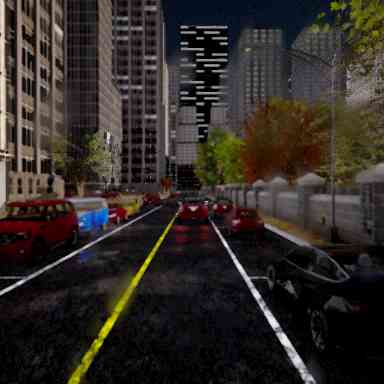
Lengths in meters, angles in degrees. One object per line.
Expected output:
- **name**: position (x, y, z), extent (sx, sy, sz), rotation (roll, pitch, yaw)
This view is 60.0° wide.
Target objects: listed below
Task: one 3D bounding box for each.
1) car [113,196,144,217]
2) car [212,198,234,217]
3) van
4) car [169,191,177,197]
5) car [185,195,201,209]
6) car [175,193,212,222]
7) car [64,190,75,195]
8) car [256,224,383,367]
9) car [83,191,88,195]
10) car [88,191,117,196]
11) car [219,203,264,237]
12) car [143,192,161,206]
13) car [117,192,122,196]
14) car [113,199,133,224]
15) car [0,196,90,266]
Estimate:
- **car**: position (-5.470, 1.290, 27.838), extent (1.752, 1.417, 4.829), rotation (0, 0, 0)
- **car**: position (2.554, 1.204, 27.937), extent (1.967, 1.590, 4.097), rotation (0, 0, 0)
- **van**: position (-5.466, 1.199, 16.925), extent (1.690, 1.788, 3.998), rotation (0, 0, 0)
- **car**: position (-5.351, 0.504, 93.680), extent (2.192, 1.841, 5.009), rotation (0, 1, 0)
- **car**: position (0.083, 1.156, 41.078), extent (1.837, 1.490, 4.892), rotation (0, 0, 0)
- **car**: position (0.091, 1.150, 24.034), extent (2.097, 1.767, 4.553), rotation (0, 1, 0)
- **car**: position (-28.694, 0.357, 74.065), extent (5.009, 1.841, 2.192), rotation (1, 0, 1)
- **car**: position (2.563, 1.518, 5.739), extent (1.947, 1.339, 4.313), rotation (0, 0, 0)
- **car**: position (-23.169, 0.548, 73.956), extent (4.097, 1.590, 1.967), rotation (1, 0, 1)
- **car**: position (-17.786, 0.824, 65.968), extent (4.206, 1.307, 1.802), rotation (1, 0, 1)
- **car**: position (2.559, 1.441, 16.839), extent (1.802, 1.307, 4.206), rotation (0, 0, 0)
- **car**: position (-5.332, 0.936, 44.628), extent (2.192, 1.841, 5.009), rotation (0, 0, 0)
- **car**: position (-17.643, 0.615, 73.847), extent (4.097, 1.590, 1.967), rotation (1, 0, 1)
- **car**: position (-5.469, 1.393, 22.468), extent (1.802, 1.307, 4.206), rotation (0, 0, 0)
- **car**: position (-5.464, 1.220, 11.384), extent (2.192, 1.841, 5.009), rotation (0, 0, 0)
